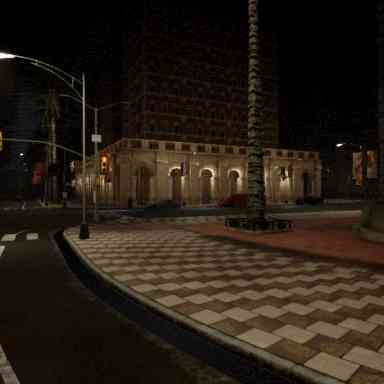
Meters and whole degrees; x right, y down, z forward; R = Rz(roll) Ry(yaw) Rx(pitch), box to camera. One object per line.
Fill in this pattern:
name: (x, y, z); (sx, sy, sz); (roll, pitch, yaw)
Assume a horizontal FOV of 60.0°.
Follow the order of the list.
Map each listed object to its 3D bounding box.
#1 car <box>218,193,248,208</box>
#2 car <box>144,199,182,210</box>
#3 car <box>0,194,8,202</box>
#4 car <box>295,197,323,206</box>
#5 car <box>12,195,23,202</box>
car: (6.519, 1.223, 47.871); (5.566, 2.045, 2.150); (0, 0, -26)
car: (-3.735, 1.601, 42.855); (4.718, 1.301, 1.895); (0, 0, -26)
car: (-42.839, 1.355, 73.994); (2.097, 1.767, 4.553); (0, 0, -27)
car: (19.041, 1.478, 54.010); (5.008, 1.535, 1.882); (0, 0, -26)
car: (-39.239, 1.595, 74.599); (1.895, 1.301, 4.718); (0, 0, -27)
